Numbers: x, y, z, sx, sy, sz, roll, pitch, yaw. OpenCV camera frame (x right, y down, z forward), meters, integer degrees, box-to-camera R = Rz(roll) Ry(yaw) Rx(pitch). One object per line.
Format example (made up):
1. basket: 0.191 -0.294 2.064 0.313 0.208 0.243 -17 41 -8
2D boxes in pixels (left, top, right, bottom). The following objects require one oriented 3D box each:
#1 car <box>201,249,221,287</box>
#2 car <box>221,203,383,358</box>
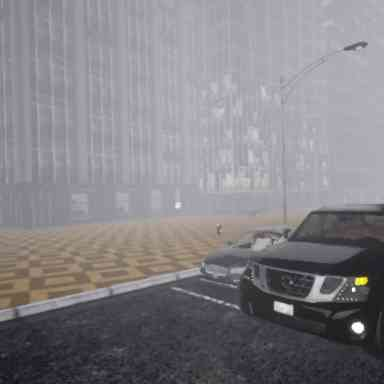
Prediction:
1. car: 2.129 1.645 8.957 4.403 1.369 2.008 0 -2 -42
2. car: 3.303 1.265 6.517 5.566 2.045 2.150 0 -1 -43
